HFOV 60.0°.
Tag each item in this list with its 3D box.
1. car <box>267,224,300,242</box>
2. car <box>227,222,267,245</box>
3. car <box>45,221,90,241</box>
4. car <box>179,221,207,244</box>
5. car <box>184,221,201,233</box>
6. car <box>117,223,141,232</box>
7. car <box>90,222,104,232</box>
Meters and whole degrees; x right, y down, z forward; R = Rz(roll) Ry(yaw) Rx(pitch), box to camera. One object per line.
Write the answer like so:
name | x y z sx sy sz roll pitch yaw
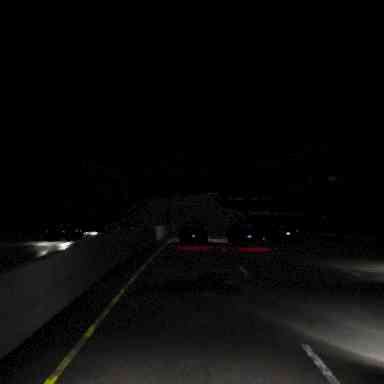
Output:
car | 7.098 3.203 26.509 1.994 1.385 4.181 0 -5 0
car | 3.598 2.837 23.273 1.882 1.535 5.008 0 -5 0
car | -10.591 3.246 28.022 1.882 1.535 5.008 0 -5 0
car | 0.098 2.915 24.176 1.882 1.535 5.008 0 -5 0
car | 0.096 4.711 44.937 2.128 1.511 4.902 0 -5 0
car | -7.055 4.179 37.462 1.895 1.301 4.718 0 -5 0
car | -14.031 5.012 47.596 1.994 1.385 4.181 0 -5 1
